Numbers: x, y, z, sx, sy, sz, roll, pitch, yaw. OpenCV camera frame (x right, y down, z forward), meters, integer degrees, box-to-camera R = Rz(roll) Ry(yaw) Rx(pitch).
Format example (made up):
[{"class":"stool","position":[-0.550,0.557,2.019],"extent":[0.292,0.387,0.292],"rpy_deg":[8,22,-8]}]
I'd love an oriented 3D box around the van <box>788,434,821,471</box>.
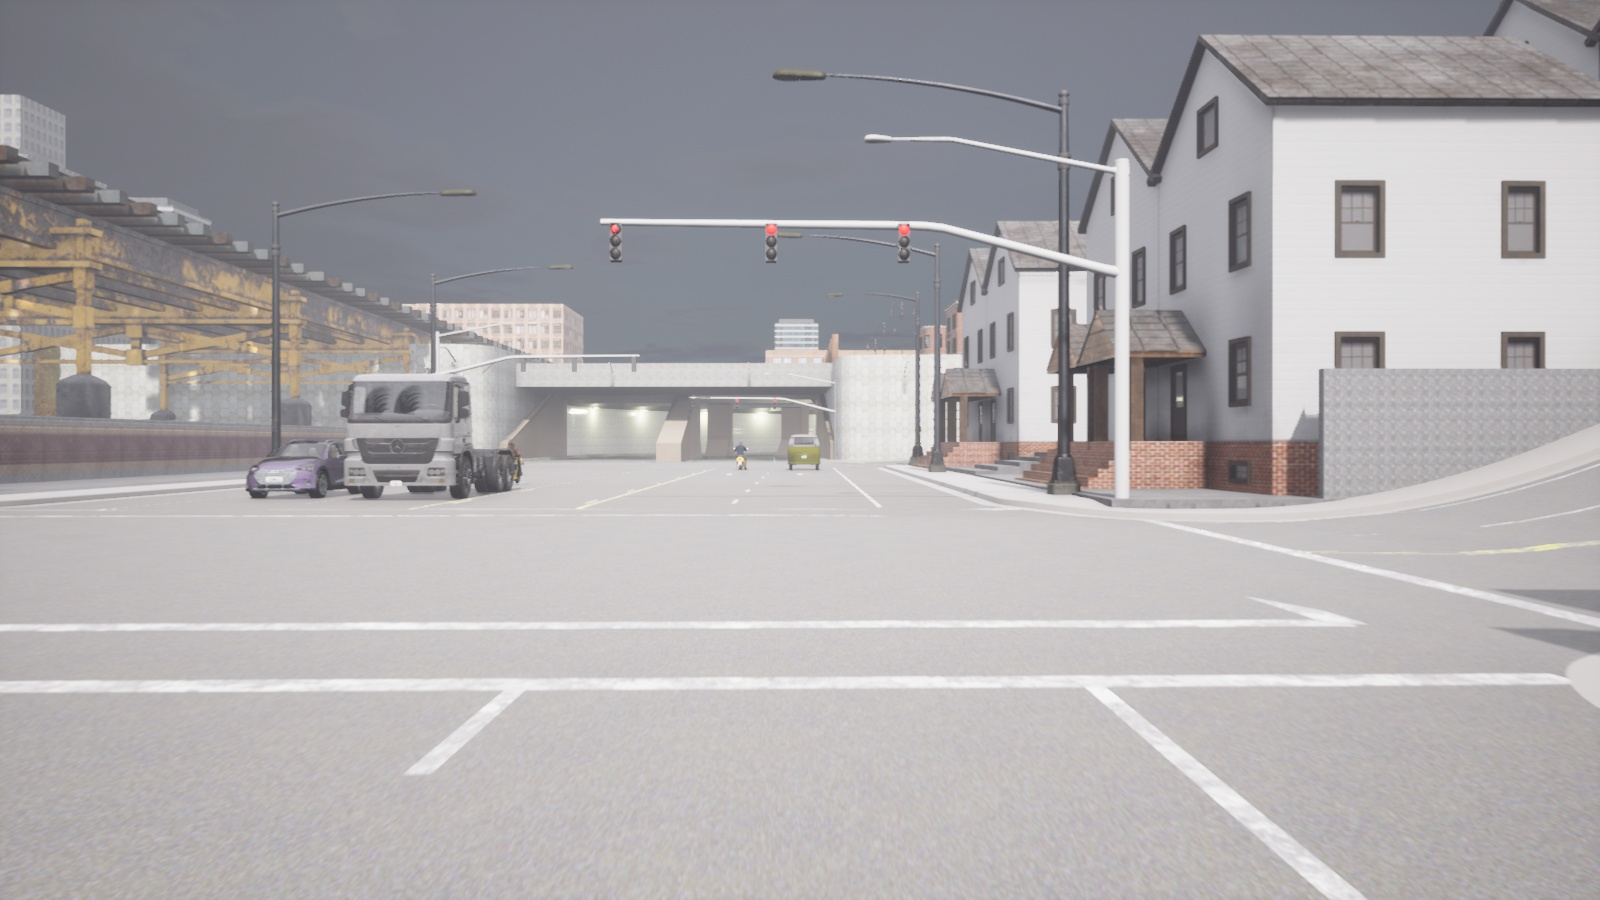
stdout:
[{"class":"van","position":[0.238,0.108,69.299],"extent":[1.775,1.987,4.442],"rpy_deg":[0,0,0]}]

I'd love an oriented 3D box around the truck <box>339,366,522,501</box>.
[{"class":"truck","position":[-10.365,-0.448,36.205],"extent":[2.891,3.462,7.936],"rpy_deg":[0,0,0]}]

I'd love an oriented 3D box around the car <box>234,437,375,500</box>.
[{"class":"car","position":[-13.871,0.465,35.501],"extent":[2.033,1.649,4.856],"rpy_deg":[0,0,0]}]
